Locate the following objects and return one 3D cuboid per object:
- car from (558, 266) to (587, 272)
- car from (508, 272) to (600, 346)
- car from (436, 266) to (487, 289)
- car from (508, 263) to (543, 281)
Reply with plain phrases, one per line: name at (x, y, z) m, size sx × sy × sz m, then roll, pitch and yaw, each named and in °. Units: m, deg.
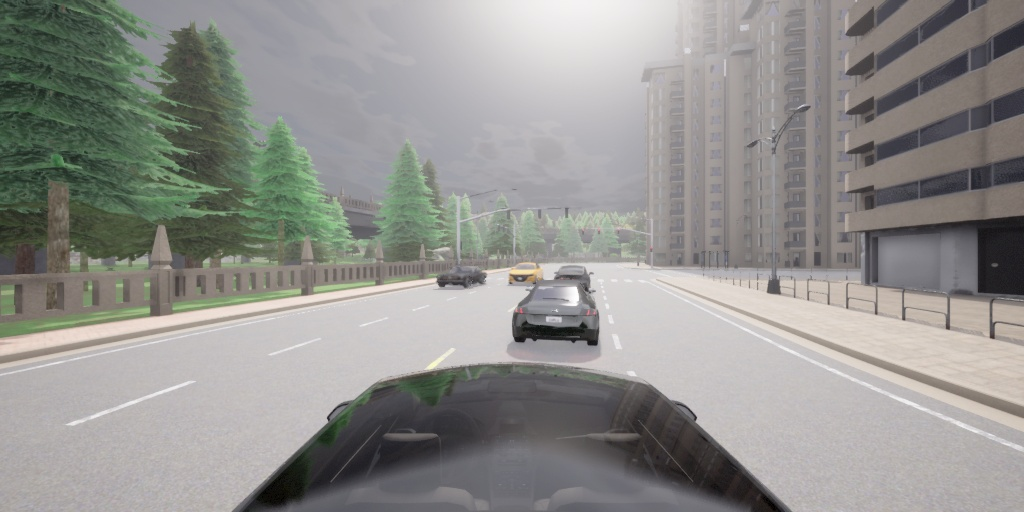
car at (3.298, 1.255, 19.332) m, size 1.837 × 1.490 × 4.892 m, roll 0°, pitch 0°, yaw 12°
car at (1.262, 1.314, 9.559) m, size 1.994 × 1.385 × 4.181 m, roll 0°, pitch 0°, yaw 11°
car at (-3.158, 1.351, 23.299) m, size 1.895 × 1.301 × 4.718 m, roll 0°, pitch 0°, yaw 13°
car at (1.091, 1.228, 26.019) m, size 1.882 × 1.535 × 5.008 m, roll 0°, pitch 0°, yaw 13°
